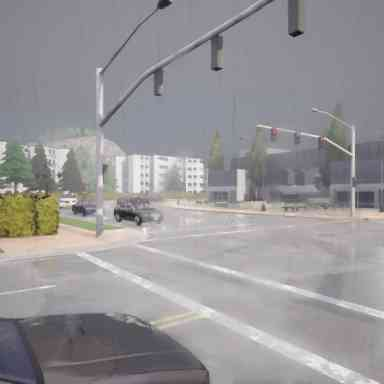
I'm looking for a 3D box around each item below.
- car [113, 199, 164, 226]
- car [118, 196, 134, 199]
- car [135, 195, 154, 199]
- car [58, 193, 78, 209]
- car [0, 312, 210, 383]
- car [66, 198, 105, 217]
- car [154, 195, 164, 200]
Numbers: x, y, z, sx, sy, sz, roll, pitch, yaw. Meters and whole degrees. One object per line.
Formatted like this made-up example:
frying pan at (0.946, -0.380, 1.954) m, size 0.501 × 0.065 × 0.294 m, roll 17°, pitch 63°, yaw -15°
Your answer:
car at (-3.903, 1.492, 23.810) m, size 2.128 × 1.511 × 4.902 m, roll 0°, pitch 0°, yaw -39°
car at (-12.079, 1.492, 58.840) m, size 2.128 × 1.511 × 4.902 m, roll 0°, pitch 0°, yaw -4°
car at (-8.650, 1.505, 61.156) m, size 1.837 × 1.490 × 4.892 m, roll 0°, pitch 0°, yaw -1°
car at (-16.629, 1.221, 44.734) m, size 2.150 × 2.045 × 5.566 m, roll 0°, pitch 0°, yaw -18°
car at (-2.380, 1.547, 2.067) m, size 5.357 × 1.411 × 2.033 m, roll 0°, pitch 0°, yaw -35°
car at (-10.163, 1.547, 32.202) m, size 2.033 × 1.411 × 5.357 m, roll 0°, pitch 0°, yaw -35°
car at (-7.556, 1.354, 70.921) m, size 2.097 × 1.767 × 4.553 m, roll 0°, pitch 0°, yaw 17°
